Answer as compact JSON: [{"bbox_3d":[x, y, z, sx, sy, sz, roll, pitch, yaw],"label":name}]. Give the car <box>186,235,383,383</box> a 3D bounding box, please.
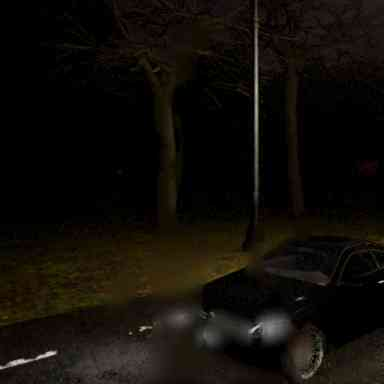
[{"bbox_3d":[2.098,1.509,5.491,4.674,1.442,1.812,0,0,-36],"label":"car"}]
